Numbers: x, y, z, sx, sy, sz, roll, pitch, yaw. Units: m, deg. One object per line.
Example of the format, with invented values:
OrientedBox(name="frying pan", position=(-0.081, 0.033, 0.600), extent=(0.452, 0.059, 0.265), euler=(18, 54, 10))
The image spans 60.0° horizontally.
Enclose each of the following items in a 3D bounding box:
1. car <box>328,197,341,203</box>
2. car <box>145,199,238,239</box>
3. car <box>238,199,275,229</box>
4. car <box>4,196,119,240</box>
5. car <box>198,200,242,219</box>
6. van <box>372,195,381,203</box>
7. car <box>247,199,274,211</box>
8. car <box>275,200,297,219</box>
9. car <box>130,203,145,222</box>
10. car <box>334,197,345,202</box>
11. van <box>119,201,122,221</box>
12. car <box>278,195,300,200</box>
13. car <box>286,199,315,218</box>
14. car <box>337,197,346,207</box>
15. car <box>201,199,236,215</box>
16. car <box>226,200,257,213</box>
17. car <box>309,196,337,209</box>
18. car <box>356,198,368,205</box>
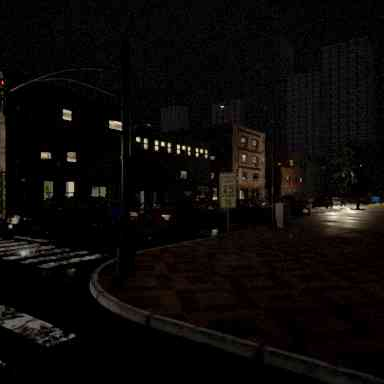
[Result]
OrientedBox(name="car", position=(34.839, 1.915, 81.207), extent=(2.008, 1.369, 4.403), euler=(-1, -1, 35))
OrientedBox(name="car", position=(0.178, 1.350, 17.761), extent=(2.192, 1.841, 5.009), euler=(-1, -1, 35))
OrientedBox(name="car", position=(3.370, 1.368, 22.269), extent=(2.192, 1.841, 5.009), euler=(-1, -1, 35))
OrientedBox(name="car", position=(-6.890, 1.269, 17.807), extent=(2.150, 2.045, 5.566), euler=(0, 0, 35))
OrientedBox(name="car", position=(2.730, 1.581, 31.377), extent=(1.882, 1.535, 5.008), euler=(0, 0, 35))
OrientedBox(name="van", position=(44.871, 1.694, 80.877), extent=(1.690, 1.788, 3.998), euler=(-1, -1, 35))
OrientedBox(name="car", position=(9.300, 1.723, 45.141), extent=(2.008, 1.369, 4.403), euler=(-1, -1, 35))
OrientedBox(name="car", position=(6.564, 1.616, 26.776), extent=(1.887, 1.381, 4.507), euler=(-1, -1, 35))
OrientedBox(name="car", position=(-3.470, 1.531, 27.109), extent=(1.967, 1.590, 4.097), euler=(-1, -1, 35))
OrientedBox(name="car", position=(38.031, 1.936, 85.715), extent=(1.887, 1.381, 4.507), euler=(-1, -1, 35))
OrientedBox(name="van", position=(-6.663, 1.414, 22.601), extent=(1.690, 1.788, 3.998), euler=(-1, 0, 35))
OrientedBox(name="car", position=(13.555, 1.397, 46.539), extent=(2.150, 2.045, 5.566), euler=(0, -1, 36))
OrientedBox(name="car", position=(9.756, 1.657, 31.284), extent=(1.947, 1.339, 4.313), euler=(-1, -1, 35))
OrientedBox(name="car", position=(25.392, 1.829, 57.840), extent=(1.895, 1.301, 4.718), euler=(0, 0, 36))
OrientedBox(name="car", position=(2.915, 1.570, 36.126), extent=(1.967, 1.590, 4.097), euler=(-1, -1, 35))
OrientedBox(name="car", position=(6.107, 1.701, 40.632), extent=(2.008, 1.369, 4.403), euler=(-1, -1, 35))
OrientedBox(name="car", position=(19.522, 1.537, 49.550), extent=(2.097, 1.767, 4.553), euler=(0, 0, 35))
OrientedBox(name="car", position=(32.103, 1.801, 62.841), extent=(2.008, 1.369, 4.403), euler=(-1, -1, 35))
